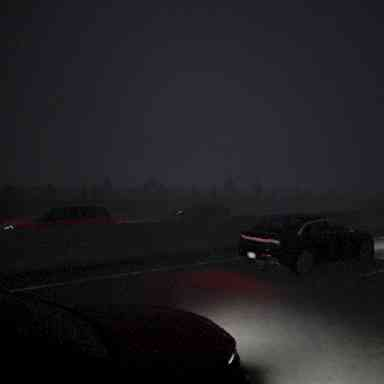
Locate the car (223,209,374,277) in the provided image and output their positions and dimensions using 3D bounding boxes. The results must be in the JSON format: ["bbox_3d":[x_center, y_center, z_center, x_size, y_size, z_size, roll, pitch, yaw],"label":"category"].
[{"bbox_3d":[3.608,1.461,10.166,4.902,1.511,2.128,0,0,-33],"label":"car"}]

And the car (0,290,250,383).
[{"bbox_3d":[-1.653,1.515,2.434,4.674,1.442,1.812,0,0,-35],"label":"car"}]

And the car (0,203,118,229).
[{"bbox_3d":[-5.180,1.304,13.022,4.553,1.767,2.097,0,0,-34],"label":"car"}]

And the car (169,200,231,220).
[{"bbox_3d":[0.629,1.396,25.155,5.008,1.535,1.882,0,0,-33],"label":"car"}]

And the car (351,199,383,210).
[{"bbox_3d":[17.111,1.405,31.525,4.902,1.511,2.128,0,0,-32],"label":"car"}]
